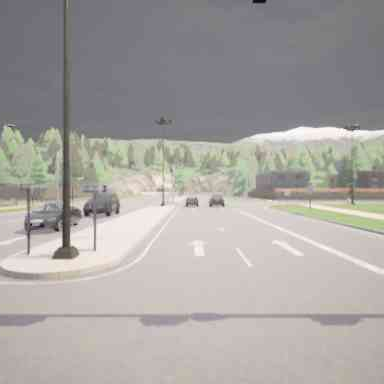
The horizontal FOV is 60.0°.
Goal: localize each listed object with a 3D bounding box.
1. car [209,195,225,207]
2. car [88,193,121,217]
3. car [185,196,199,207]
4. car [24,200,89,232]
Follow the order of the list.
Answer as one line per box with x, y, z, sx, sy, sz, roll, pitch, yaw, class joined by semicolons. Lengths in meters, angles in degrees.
3.542;1.180;48.149;2.097;1.767;4.553;0;0;1;car
-8.070;1.113;30.458;2.150;2.045;5.566;0;0;1;car
0.038;1.322;47.865;2.128;1.511;4.902;0;0;1;car
-8.094;1.421;19.730;2.128;1.511;4.902;0;0;0;car
